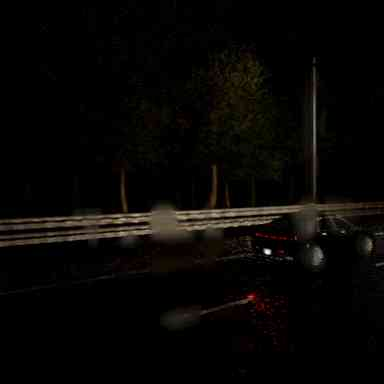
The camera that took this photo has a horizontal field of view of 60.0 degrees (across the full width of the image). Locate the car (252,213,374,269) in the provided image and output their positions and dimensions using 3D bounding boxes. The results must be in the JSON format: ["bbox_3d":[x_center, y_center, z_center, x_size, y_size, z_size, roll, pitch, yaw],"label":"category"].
[{"bbox_3d":[4.143,1.457,11.004,4.892,1.490,1.837,0,0,-35],"label":"car"}]
